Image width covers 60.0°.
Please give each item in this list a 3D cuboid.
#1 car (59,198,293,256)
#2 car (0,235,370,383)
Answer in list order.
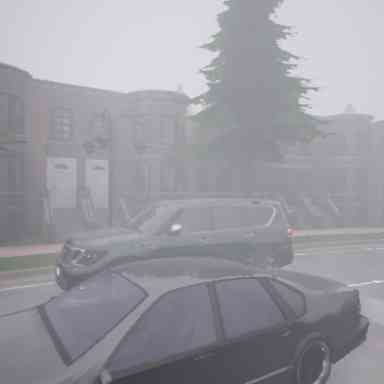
[{"bbox_3d":[-0.142,1.179,7.723,5.566,2.045,2.150,0,0,-29],"label":"car"},{"bbox_3d":[-0.263,1.524,3.664,5.357,1.411,2.033,0,0,-33],"label":"car"}]
